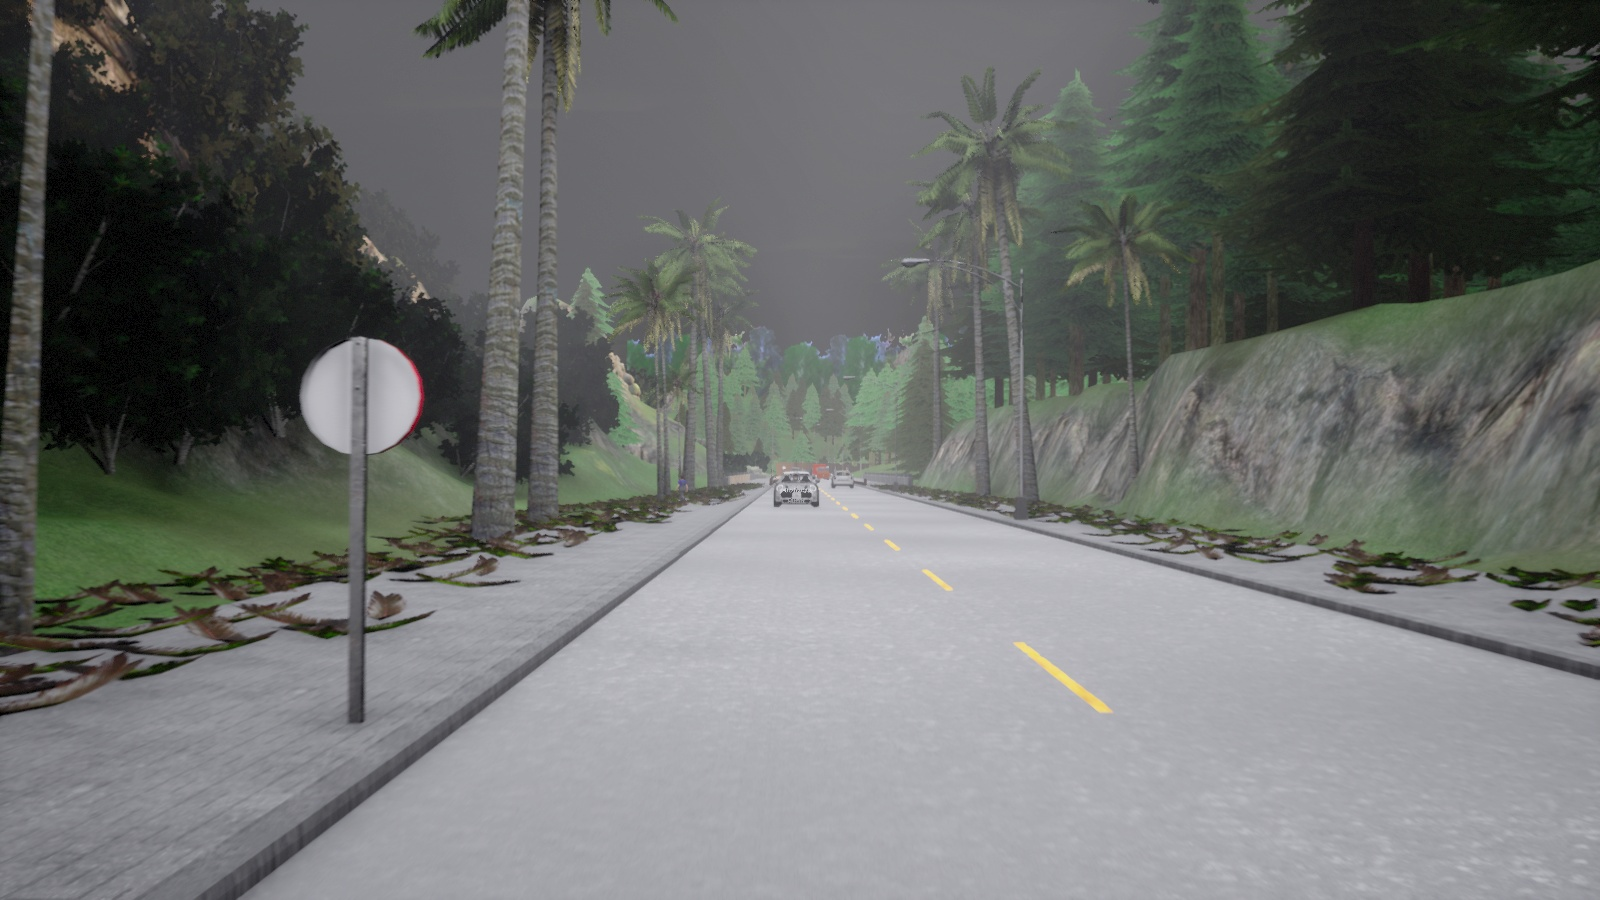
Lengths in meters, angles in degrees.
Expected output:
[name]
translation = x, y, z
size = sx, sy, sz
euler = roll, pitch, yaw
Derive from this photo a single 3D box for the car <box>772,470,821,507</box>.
[car]
translation = -0.137, 1.596, 52.314
size = 1.970, 1.475, 3.806
euler = 0, -1, 0
